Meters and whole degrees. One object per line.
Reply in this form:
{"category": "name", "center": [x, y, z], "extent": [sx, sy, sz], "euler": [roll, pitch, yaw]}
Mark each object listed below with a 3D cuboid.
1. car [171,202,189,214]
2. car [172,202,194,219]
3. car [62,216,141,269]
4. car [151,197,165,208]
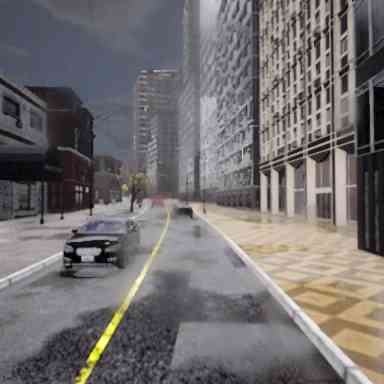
{"category": "car", "center": [-1.633, 2.009, 43.559], "extent": [2.033, 1.411, 5.357], "euler": [0, -1, -5]}
{"category": "car", "center": [-0.880, 1.846, 33.078], "extent": [2.128, 1.511, 4.902], "euler": [0, -1, -3]}
{"category": "car", "center": [-2.957, 1.621, 11.740], "extent": [2.128, 1.511, 4.902], "euler": [0, -1, -1]}
{"category": "car", "center": [-6.369, 1.867, 62.248], "extent": [2.150, 2.045, 5.566], "euler": [0, -1, -7]}
